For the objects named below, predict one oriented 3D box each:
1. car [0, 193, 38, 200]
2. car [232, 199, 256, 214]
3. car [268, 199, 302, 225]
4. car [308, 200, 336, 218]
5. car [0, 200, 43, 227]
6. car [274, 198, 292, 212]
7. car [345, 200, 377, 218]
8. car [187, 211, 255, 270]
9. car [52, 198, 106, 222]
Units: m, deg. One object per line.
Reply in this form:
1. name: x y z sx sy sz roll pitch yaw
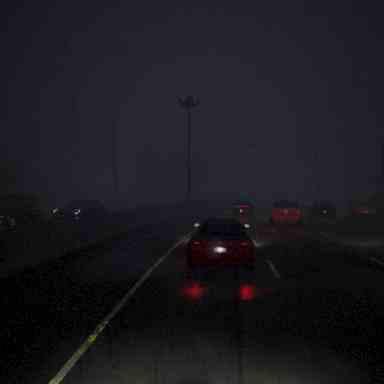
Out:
1. car: -14.525 1.088 26.431 2.150 2.045 5.566 0 0 11
2. car: 5.116 1.474 32.628 1.837 1.490 4.892 0 0 15
3. car: 6.682 1.345 24.235 2.097 1.767 4.553 0 0 11
4. car: 11.655 1.489 30.036 1.882 1.535 5.008 0 0 15
5. car: -11.789 1.455 21.866 1.994 1.385 4.181 0 0 10
6. car: 11.040 1.515 39.954 1.812 1.442 4.674 0 0 19
7. car: 15.408 1.510 30.515 1.882 1.535 5.008 0 0 15
8. car: 0.980 1.549 11.079 1.994 1.385 4.181 0 0 6
9. car: -7.895 1.262 23.652 2.097 1.767 4.553 0 0 11
